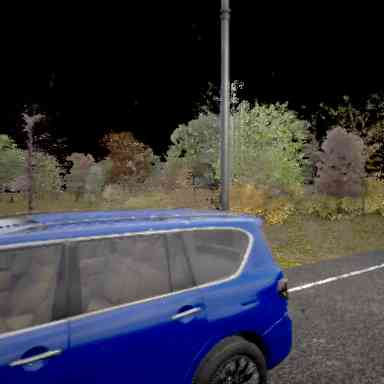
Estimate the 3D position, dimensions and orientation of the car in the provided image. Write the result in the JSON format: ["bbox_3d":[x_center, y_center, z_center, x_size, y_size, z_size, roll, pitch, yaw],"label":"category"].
[{"bbox_3d":[-1.474,1.224,2.954,5.566,2.045,2.150,0,0,-36],"label":"car"}]
